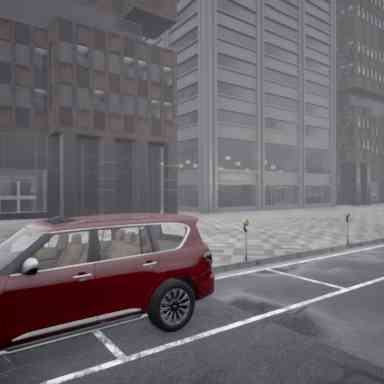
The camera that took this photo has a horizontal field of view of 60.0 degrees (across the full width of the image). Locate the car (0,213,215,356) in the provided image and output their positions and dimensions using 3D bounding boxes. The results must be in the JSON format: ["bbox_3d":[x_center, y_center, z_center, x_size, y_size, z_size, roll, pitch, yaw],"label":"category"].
[{"bbox_3d":[-1.912,1.315,5.288,5.009,1.841,2.192,0,0,-35],"label":"car"}]
